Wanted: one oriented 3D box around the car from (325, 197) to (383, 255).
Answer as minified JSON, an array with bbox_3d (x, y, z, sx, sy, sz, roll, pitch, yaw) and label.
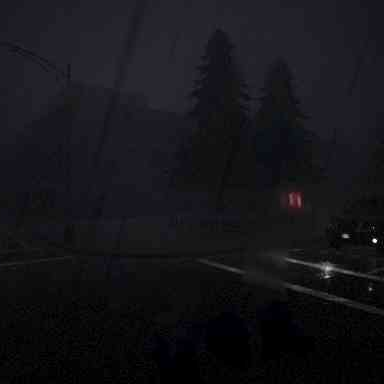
[{"bbox_3d":[7.795,1.248,13.692,5.566,2.045,2.150,0,0,-36],"label":"car"}]
